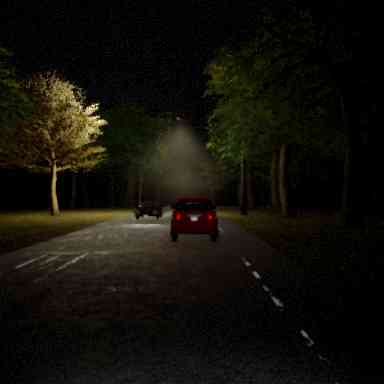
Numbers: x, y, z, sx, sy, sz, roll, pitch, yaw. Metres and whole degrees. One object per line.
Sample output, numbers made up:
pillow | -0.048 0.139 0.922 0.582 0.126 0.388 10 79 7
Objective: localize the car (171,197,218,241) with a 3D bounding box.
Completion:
car | 0.101 1.265 17.105 2.150 2.045 5.566 0 0 0

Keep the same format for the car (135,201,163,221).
car | -3.499 1.482 27.926 2.033 1.411 5.357 0 -1 0

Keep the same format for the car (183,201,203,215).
car | 0.102 1.754 37.535 2.128 1.511 4.902 0 -1 0
